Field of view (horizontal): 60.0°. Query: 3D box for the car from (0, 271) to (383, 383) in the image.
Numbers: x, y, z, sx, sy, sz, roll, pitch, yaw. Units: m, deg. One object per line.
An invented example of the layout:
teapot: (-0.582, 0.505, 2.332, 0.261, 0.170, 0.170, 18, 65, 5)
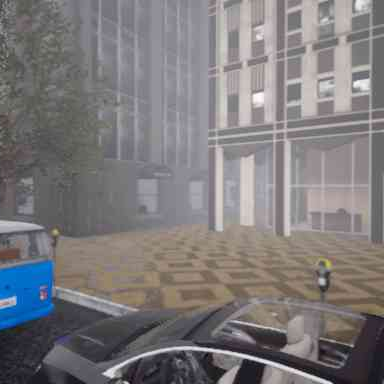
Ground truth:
car: (0.497, 1.552, 2.515, 4.403, 1.369, 2.008, 0, 0, 36)

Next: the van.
van: (-4.141, 1.347, 5.825, 3.998, 1.788, 1.690, 0, 0, 36)
